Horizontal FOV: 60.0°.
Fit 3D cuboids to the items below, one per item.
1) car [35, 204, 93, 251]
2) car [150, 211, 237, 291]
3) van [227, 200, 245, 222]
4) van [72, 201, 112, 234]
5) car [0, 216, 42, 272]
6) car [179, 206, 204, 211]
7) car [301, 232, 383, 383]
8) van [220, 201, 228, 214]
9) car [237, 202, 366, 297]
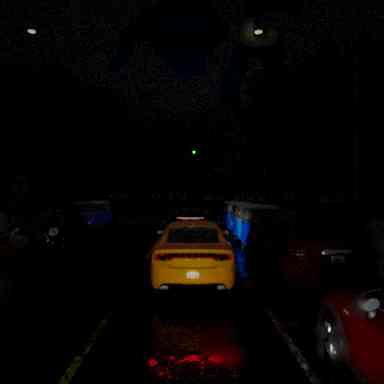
[{"bbox_3d":[-5.853,1.492,13.973,1.967,1.590,4.097,0,0,0],"label":"car"},{"bbox_3d":[0.029,1.511,9.157,1.882,1.535,5.008,0,0,0],"label":"car"},{"bbox_3d":[2.672,1.393,14.029,1.690,1.788,3.998,0,0,0],"label":"van"},{"bbox_3d":[-5.888,1.414,19.411,1.690,1.788,3.998,0,0,0],"label":"van"},{"bbox_3d":[-5.816,1.557,8.366,1.752,1.417,4.829,0,0,0],"label":"car"},{"bbox_3d":[-0.006,1.565,19.520,2.128,1.511,4.902,0,0,2],"label":"car"},{"bbox_3d":[2.744,1.452,3.154,1.967,1.590,4.097,0,0,0],"label":"car"},{"bbox_3d":[2.637,1.413,19.467,1.690,1.788,3.998,0,0,0],"label":"van"},{"bbox_3d":[2.708,1.346,8.592,2.192,1.841,5.009,0,0,0],"label":"car"}]
